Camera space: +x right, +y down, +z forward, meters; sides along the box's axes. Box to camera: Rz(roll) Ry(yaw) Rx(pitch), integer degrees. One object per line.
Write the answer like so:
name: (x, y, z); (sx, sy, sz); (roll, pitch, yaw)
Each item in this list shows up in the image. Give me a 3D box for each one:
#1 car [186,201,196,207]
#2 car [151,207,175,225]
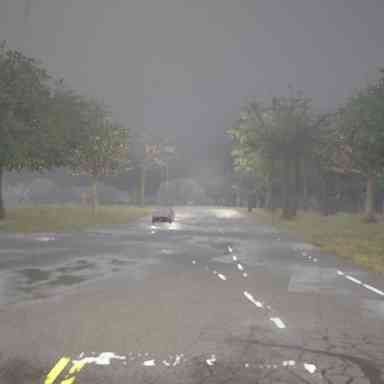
car: (-0.135, 3.103, 84.091); (2.033, 1.411, 5.357); (1, -1, 8)
car: (-2.715, 2.239, 32.196); (1.882, 1.535, 5.008); (1, -1, 2)
